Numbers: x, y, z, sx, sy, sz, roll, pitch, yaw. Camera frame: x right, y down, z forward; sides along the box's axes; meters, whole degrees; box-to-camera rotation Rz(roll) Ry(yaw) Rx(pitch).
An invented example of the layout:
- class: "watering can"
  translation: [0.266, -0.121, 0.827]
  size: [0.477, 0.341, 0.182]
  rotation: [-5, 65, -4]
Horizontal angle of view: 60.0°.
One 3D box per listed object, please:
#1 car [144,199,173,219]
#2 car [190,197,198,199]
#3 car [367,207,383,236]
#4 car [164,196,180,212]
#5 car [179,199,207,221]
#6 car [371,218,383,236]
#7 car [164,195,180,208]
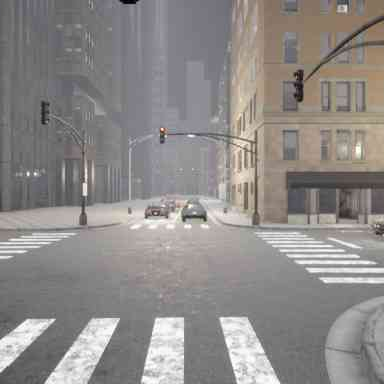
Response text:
- class: "car"
  translation: [-2.986, 1.574, 29.427]
  size: [1.994, 1.385, 4.181]
  rotation: [0, 0, 0]
- class: "car"
  translation: [0.293, 1.578, 54.540]
  size: [1.994, 1.385, 4.181]
  rotation: [0, 0, 1]
- class: "car"
  translation: [12.181, 1.519, 17.735]
  size: [4.829, 1.417, 1.752]
  rotation: [0, 0, -1]
- class: "car"
  translation: [-2.943, 1.506, 39.282]
  size: [2.128, 1.511, 4.902]
  rotation: [0, 0, 0]
- class: "car"
  translation: [0.200, 1.573, 27.332]
  size: [1.994, 1.385, 4.181]
  rotation: [0, 0, 0]
- class: "car"
  translation: [11.291, 1.542, 14.965]
  size: [5.357, 1.411, 2.033]
  rotation: [0, 0, -1]
- class: "car"
  translation: [-2.900, 1.369, 49.180]
  size: [2.097, 1.767, 4.553]
  rotation: [0, 0, 0]
